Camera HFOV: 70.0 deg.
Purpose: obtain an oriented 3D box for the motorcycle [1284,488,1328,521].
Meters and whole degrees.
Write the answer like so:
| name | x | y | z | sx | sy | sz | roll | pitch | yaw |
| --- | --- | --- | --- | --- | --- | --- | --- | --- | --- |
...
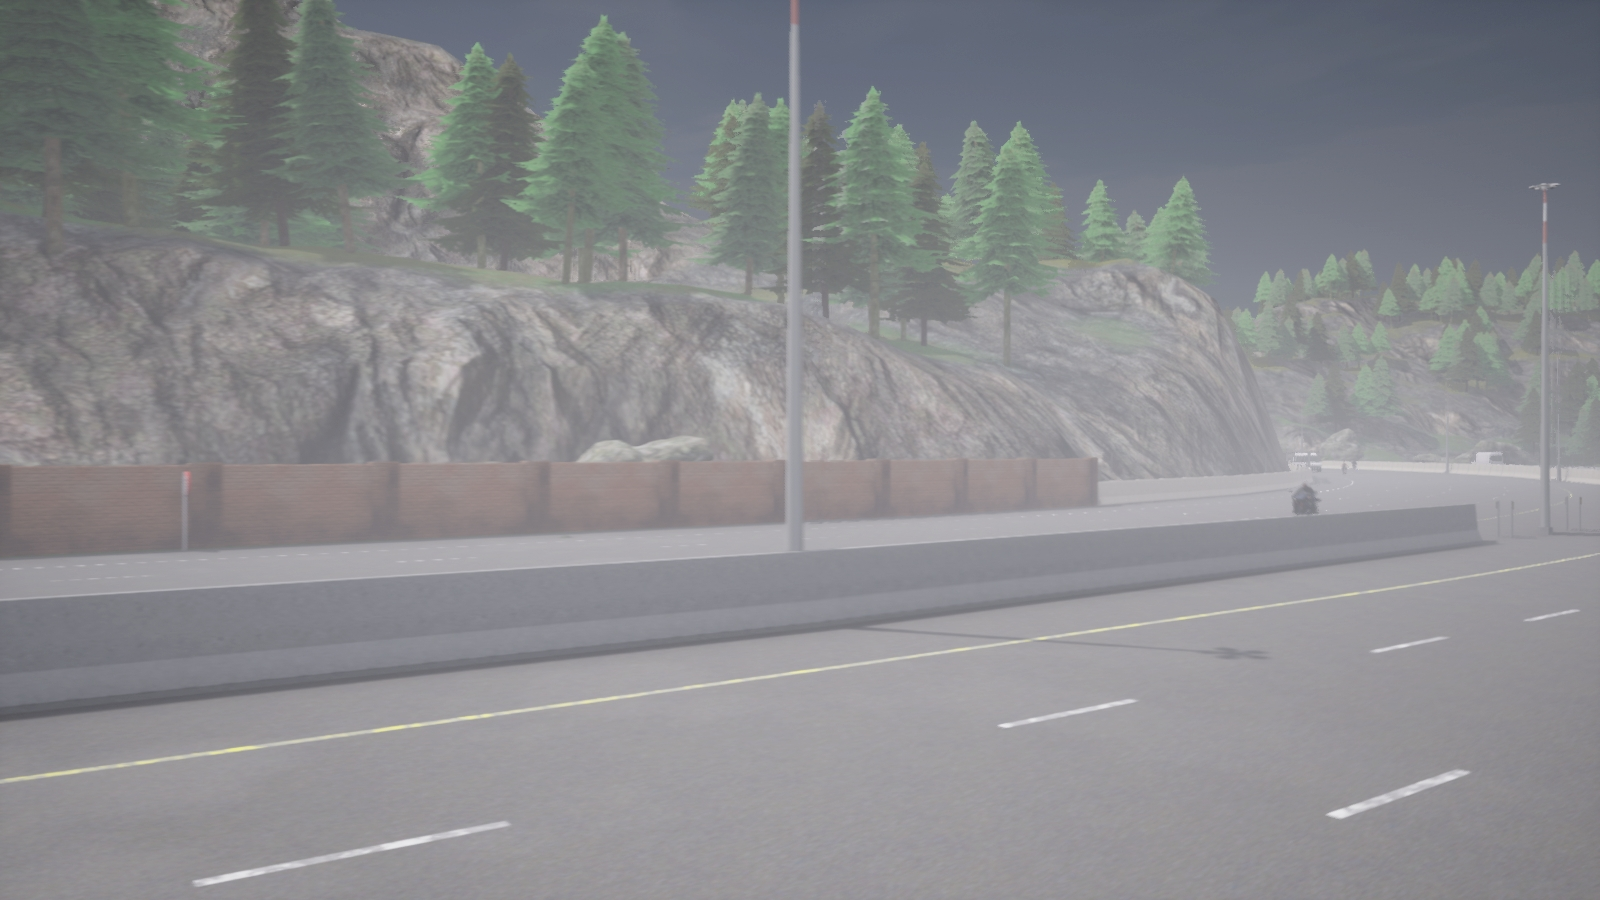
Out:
| name | x | y | z | sx | sy | sz | roll | pitch | yaw |
| --- | --- | --- | --- | --- | --- | --- | --- | --- | --- |
| motorcycle | 20.572 | 2.217 | 46.439 | 2.209 | 1.251 | 0.867 | 0 | -1 | -44 |
